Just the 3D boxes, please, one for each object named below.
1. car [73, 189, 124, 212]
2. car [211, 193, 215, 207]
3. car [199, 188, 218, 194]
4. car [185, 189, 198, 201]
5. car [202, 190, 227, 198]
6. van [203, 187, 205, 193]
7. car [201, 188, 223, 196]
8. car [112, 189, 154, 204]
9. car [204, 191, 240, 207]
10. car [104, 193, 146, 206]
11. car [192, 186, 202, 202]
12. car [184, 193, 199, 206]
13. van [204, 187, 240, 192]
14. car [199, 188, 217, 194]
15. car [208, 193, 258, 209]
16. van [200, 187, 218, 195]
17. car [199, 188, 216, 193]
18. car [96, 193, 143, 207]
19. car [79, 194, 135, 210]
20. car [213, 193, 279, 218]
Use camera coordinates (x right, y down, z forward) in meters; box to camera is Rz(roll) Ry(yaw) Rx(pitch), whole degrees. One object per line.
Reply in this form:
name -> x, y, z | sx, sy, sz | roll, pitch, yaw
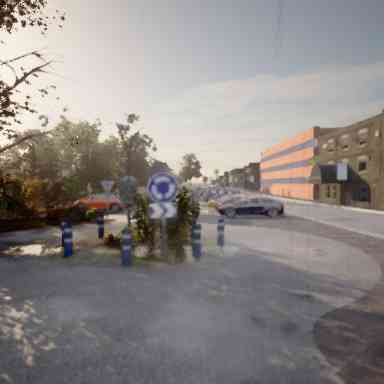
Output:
car -> -8.245, 0.877, 29.945 | 4.553, 1.767, 2.185 | 0, 1, 0
car -> 4.300, 1.045, 29.974 | 4.674, 1.452, 2.002 | 0, 1, 0
car -> 4.369, -0.201, 86.494 | 4.792, 1.488, 2.163 | 0, 2, 0
car -> -0.044, 0.493, 56.571 | 2.097, 1.767, 4.553 | 0, 2, 0
car -> 4.322, 0.454, 63.898 | 4.674, 1.452, 2.002 | 0, 2, 0
van -> 4.199, 0.562, 49.629 | 4.442, 1.987, 1.878 | 0, 1, 0
car -> 4.299, 0.047, 72.367 | 4.553, 1.767, 2.185 | 0, 2, 0
car -> -8.234, 0.569, 46.760 | 5.566, 2.045, 2.435 | 0, 1, 0
car -> 4.119, 0.971, 32.799 | 5.366, 1.575, 1.946 | 0, 1, 0
car -> -8.237, 0.911, 41.116 | 4.792, 1.488, 2.163 | 0, 1, 0
car -> -0.556, 0.791, 25.480 | 2.150, 2.045, 5.566 | 0, 0, 3
car -> -0.011, 0.908, 43.006 | 1.812, 1.442, 4.674 | 0, 1, 0
van -> 4.195, 0.625, 44.099 | 4.442, 1.987, 1.878 | 0, 1, 0
car -> 4.339, -0.271, 89.319 | 4.674, 1.452, 2.002 | 0, 2, 0
car -> 4.311, 0.943, 35.625 | 5.008, 1.535, 2.097 | 0, 1, 0
van -> 4.221, -0.375, 83.663 | 4.442, 1.987, 1.878 | 0, 2, 0
car -> 4.346, -0.351, 92.144 | 4.674, 1.452, 2.002 | 0, 2, 0
car -> -8.276, 0.912, 38.417 | 4.892, 1.521, 2.231 | 0, 1, 0
car -> -8.270, 0.973, 32.645 | 5.008, 1.535, 2.097 | 0, 1, 0
car -> 4.298, 1.075, 27.148 | 4.674, 1.452, 2.002 | 0, 1, 0
